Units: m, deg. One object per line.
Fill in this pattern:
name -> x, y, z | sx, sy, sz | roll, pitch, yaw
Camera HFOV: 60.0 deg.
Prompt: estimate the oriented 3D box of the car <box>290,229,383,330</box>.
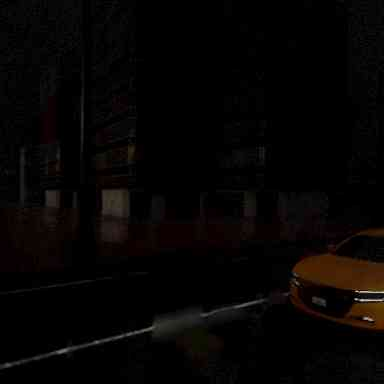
car -> 4.121, 1.529, 6.825 | 5.008, 1.535, 1.882 | 1, 0, -35
